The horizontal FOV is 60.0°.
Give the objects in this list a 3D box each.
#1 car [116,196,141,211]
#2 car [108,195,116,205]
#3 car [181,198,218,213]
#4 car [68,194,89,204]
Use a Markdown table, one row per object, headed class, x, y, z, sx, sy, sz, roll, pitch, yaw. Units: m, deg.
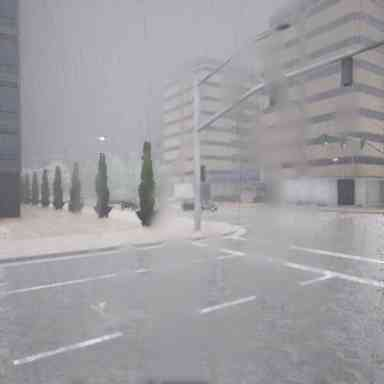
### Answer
| class | x | y | z | sx | sy | sz | roll | pitch | yaw |
| --- | --- | --- | --- | --- | --- | --- | --- | --- | --- |
| car | -6.448 | 1.320 | 37.891 | 2.128 | 1.511 | 4.902 | -1 | 0 | -35 |
| car | -12.433 | 1.298 | 52.633 | 1.837 | 1.490 | 4.892 | -1 | 0 | -35 |
| car | 0.673 | 1.320 | 33.804 | 1.812 | 1.442 | 4.674 | -1 | 0 | -35 |
| car | -19.388 | 1.037 | 56.585 | 2.150 | 2.045 | 5.566 | -1 | 0 | -35 |
